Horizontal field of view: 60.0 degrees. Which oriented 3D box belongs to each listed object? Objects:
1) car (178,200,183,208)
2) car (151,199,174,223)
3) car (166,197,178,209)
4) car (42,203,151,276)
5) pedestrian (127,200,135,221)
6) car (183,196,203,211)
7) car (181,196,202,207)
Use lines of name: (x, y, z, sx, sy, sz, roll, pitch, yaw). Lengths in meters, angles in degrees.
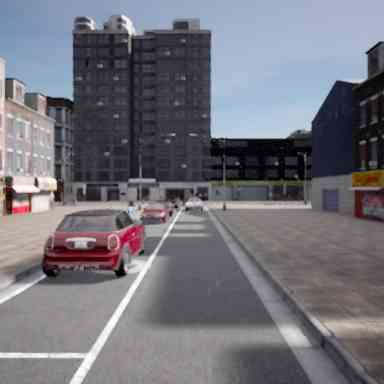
car: (-2.449, 1.313, 39.986, 1.947, 1.339, 4.313, 0, 0, 0)
car: (-2.527, 1.433, 23.630, 1.802, 1.307, 4.206, 0, 0, 0)
car: (-2.501, 1.382, 29.082, 1.947, 1.339, 4.313, 0, 0, 0)
car: (-2.701, 1.286, 10.237, 2.097, 1.767, 4.553, 0, 0, 0)
pedestrian: (-2.421, 1.211, 13.040, 0.375, 1.860, 0.375, 0, 1, 0)
car: (0.256, 1.370, 36.522, 1.895, 1.301, 4.718, 0, 0, 0)
car: (-0.094, 1.253, 46.839, 2.033, 1.411, 5.357, 0, 0, -10)
